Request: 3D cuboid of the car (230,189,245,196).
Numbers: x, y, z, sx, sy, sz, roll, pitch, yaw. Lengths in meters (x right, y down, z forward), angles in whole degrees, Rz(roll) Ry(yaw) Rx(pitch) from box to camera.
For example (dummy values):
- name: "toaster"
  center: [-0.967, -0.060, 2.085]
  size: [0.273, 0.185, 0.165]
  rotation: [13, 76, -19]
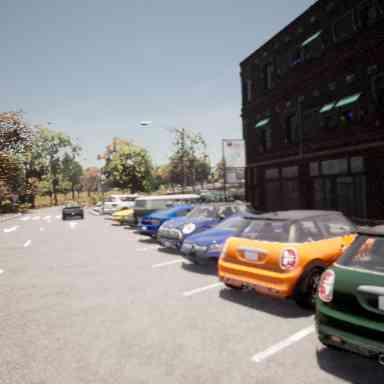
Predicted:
- name: "car"
  center: [7.120, 0.604, 51.926]
  size: [2.435, 2.045, 5.566]
  rotation: [-3, 2, -41]

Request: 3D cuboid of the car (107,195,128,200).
- name: "car"
  center: [-5.215, 1.260, 30.371]
  size: [5.566, 2.045, 2.435]
  rotation: [-2, 0, -40]

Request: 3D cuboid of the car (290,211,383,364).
- name: "car"
  center: [3.768, 1.162, 4.847]
  size: [4.553, 1.767, 2.185]
  rotation: [-2, 0, -39]

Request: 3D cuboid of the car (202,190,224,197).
- name: "car"
  center: [1.648, 0.851, 49.776]
  size: [2.435, 2.045, 5.566]
  rotation: [-3, 1, -41]

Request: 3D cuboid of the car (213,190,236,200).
- name: "car"
  center: [6.865, 0.635, 69.992]
  size: [2.185, 1.767, 4.553]
  rotation: [-2, -1, -41]

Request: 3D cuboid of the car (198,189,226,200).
- name: "car"
  center: [4.082, 0.634, 68.869]
  size: [2.435, 2.045, 5.566]
  rotation: [-2, -1, -41]

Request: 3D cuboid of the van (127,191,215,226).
- name: "van"
  center: [-1.113, 1.181, 19.102]
  size: [4.442, 1.987, 1.878]
  rotation: [-2, 0, -40]

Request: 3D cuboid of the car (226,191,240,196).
- name: "car"
  center: [4.367, 1.009, 50.861]
  size: [2.163, 1.488, 4.792]
  rotation: [-3, 2, -41]

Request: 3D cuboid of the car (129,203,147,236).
- name: "car"
  center: [-0.200, 1.384, 16.193]
  size: [5.008, 1.535, 2.097]
  rotation: [-2, 0, -39]

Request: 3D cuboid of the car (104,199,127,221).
- name: "car"
  center: [-3.347, 1.462, 24.566]
  size: [5.366, 1.575, 1.946]
  rotation: [-2, 0, -40]

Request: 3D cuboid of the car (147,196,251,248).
- name: "car"
  center: [0.834, 1.232, 13.374]
  size: [4.553, 1.767, 2.185]
  rotation: [-2, 0, -40]

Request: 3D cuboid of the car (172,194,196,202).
- name: "car"
  center: [-1.594, 1.171, 66.726]
  size: [2.163, 1.488, 4.792]
  rotation: [-3, 0, -41]

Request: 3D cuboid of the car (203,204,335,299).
- name: "car"
  center: [2.772, 1.186, 7.678]
  size: [4.553, 1.767, 2.185]
  rotation: [-2, 0, -39]

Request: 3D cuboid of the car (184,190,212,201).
- name: "car"
  center: [1.213, 0.764, 67.812]
  size: [2.435, 2.045, 5.566]
  rotation: [-3, 0, -41]

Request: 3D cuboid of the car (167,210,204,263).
- name: "car"
  center: [1.810, 1.374, 10.527]
  size: [4.674, 1.452, 2.002]
  rotation: [-2, 0, -39]

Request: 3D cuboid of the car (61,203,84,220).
- name: "car"
  center: [-11.464, 1.776, 32.089]
  size: [2.128, 1.511, 4.902]
  rotation: [-3, 0, -20]

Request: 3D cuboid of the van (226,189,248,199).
- name: "van"
  center: [9.616, 0.411, 71.131]
  size: [1.878, 1.987, 4.442]
  rotation: [-3, 0, -41]

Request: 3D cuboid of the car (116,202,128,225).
- name: "car"
  center: [-2.190, 1.474, 21.855]
  size: [4.674, 1.452, 2.002]
  rotation: [-2, 0, -40]
